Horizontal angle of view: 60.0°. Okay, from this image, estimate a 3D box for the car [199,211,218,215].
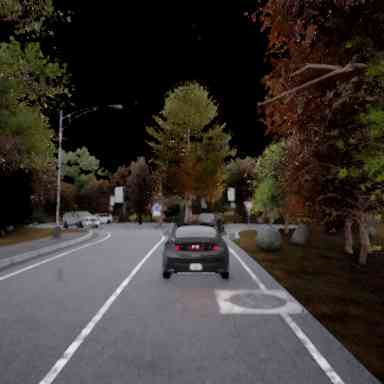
[{"bbox_3d":[1.557,2.546,28.537,2.097,1.767,4.553,-1,-5,11],"label":"car"}]

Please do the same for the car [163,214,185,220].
[{"bbox_3d":[-3.224,5.541,68.689,5.566,2.045,2.150,0,-5,-1],"label":"car"}]

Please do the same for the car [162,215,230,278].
[{"bbox_3d":[0.106,1.693,10.684,1.837,1.490,4.892,0,-2,0],"label":"car"}]

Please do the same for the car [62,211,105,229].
[{"bbox_3d":[-13.017,3.240,38.827,5.566,2.045,2.150,-4,-6,42],"label":"car"}]

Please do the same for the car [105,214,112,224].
[{"bbox_3d":[-17.130,4.981,60.819,2.150,2.045,5.566,-3,-5,33],"label":"car"}]
